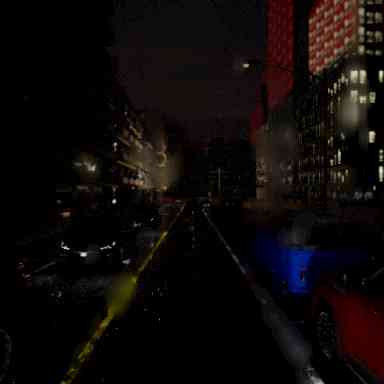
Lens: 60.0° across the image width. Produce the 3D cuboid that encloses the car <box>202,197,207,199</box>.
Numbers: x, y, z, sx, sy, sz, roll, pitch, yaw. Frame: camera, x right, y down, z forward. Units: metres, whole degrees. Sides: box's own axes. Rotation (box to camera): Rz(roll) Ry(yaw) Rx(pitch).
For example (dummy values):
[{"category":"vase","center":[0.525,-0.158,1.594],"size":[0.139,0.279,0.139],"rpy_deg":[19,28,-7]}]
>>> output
[{"category":"car","center":[2.354,1.801,61.006],"size":[1.837,1.490,4.892],"rpy_deg":[0,0,0]}]

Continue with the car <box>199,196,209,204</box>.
[{"category":"car","center":[2.683,1.817,74.589],"size":[1.967,1.590,4.097],"rpy_deg":[0,0,0]}]

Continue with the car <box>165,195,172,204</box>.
[{"category":"car","center":[-5.696,1.922,74.589],"size":[1.887,1.381,4.507],"rpy_deg":[0,0,0]}]

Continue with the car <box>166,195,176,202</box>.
[{"category":"car","center":[-5.698,1.794,91.170],"size":[2.192,1.841,5.009],"rpy_deg":[0,0,0]}]

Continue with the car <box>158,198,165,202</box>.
[{"category":"car","center":[-5.695,1.776,52.313],"size":[1.752,1.417,4.829],"rpy_deg":[0,0,0]}]

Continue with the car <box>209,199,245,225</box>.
[{"category":"car","center":[2.684,1.426,24.850],"size":[2.192,1.841,5.009],"rpy_deg":[0,0,0]}]

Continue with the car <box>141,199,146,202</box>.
[{"category":"car","center":[-5.696,1.579,30.377],"size":[1.967,1.590,4.097],"rpy_deg":[0,0,0]}]

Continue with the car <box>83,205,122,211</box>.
[{"category":"car","center":[-5.695,1.636,19.323],"size":[2.008,1.369,4.403],"rpy_deg":[0,0,0]}]

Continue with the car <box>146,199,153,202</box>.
[{"category":"car","center":[-5.695,1.748,35.903],"size":[1.802,1.307,4.206],"rpy_deg":[0,0,0]}]

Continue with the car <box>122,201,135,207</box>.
[{"category":"car","center":[-5.695,1.657,24.849],"size":[1.887,1.381,4.507],"rpy_deg":[0,0,0]}]

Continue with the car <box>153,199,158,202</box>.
[{"category":"car","center":[-5.696,1.634,41.430],"size":[1.967,1.590,4.097],"rpy_deg":[0,0,0]}]

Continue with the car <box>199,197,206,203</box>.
[{"category":"car","center":[2.684,2.026,85.642],"size":[1.802,1.307,4.206],"rpy_deg":[0,0,0]}]

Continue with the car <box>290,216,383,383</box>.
[{"category":"car","center":[2.685,1.326,2.745],"size":[2.192,1.841,5.009],"rpy_deg":[0,0,0]}]

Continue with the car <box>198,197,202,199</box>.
[{"category":"car","center":[0.028,1.718,44.832],"size":[1.837,1.490,4.892],"rpy_deg":[0,0,1]}]

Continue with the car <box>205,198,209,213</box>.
[{"category":"car","center":[2.685,1.710,35.903],"size":[1.887,1.381,4.507],"rpy_deg":[0,0,0]}]

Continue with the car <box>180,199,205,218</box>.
[{"category":"car","center":[0.084,1.674,32.394],"size":[1.812,1.442,4.674],"rpy_deg":[0,0,0]}]

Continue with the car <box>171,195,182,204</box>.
[{"category":"car","center":[-3.002,1.826,73.452],"size":[1.812,1.442,4.674],"rpy_deg":[0,0,0]}]

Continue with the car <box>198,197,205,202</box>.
[{"category":"car","center":[2.683,2.060,91.168],"size":[1.802,1.307,4.206],"rpy_deg":[0,0,0]}]

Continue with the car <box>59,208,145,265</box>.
[{"category":"car","center":[-3.094,1.556,11.972],"size":[1.837,1.490,4.892],"rpy_deg":[0,0,0]}]

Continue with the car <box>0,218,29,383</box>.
[{"category":"car","center":[-3.123,1.231,2.033],"size":[2.150,2.045,5.566],"rpy_deg":[0,0,-1]}]

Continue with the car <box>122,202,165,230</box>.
[{"category":"car","center":[-3.071,1.624,22.069],"size":[1.812,1.442,4.674],"rpy_deg":[0,0,0]}]

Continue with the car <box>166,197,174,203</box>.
[{"category":"car","center":[-5.697,1.969,85.473],"size":[1.752,1.417,4.829],"rpy_deg":[0,0,0]}]

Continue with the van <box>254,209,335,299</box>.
[{"category":"van","center":[2.685,1.376,8.271],"size":[1.690,1.788,3.998],"rpy_deg":[0,0,0]}]
